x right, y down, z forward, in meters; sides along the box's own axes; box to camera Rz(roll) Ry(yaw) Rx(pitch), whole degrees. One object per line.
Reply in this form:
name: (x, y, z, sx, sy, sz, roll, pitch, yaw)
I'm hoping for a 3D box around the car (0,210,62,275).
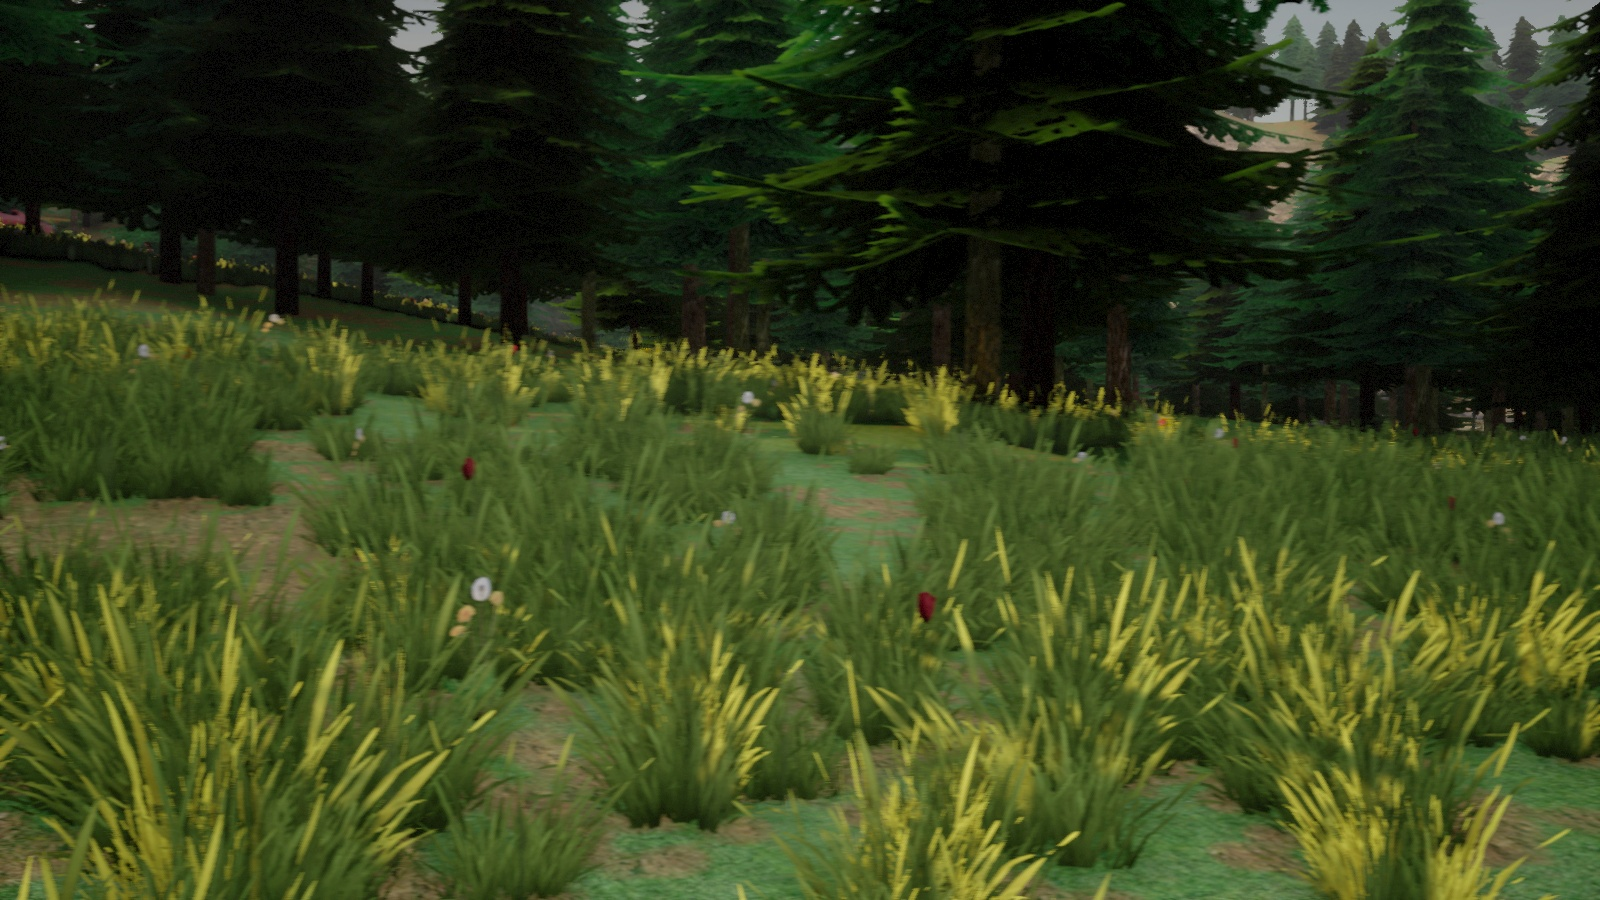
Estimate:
car: (-25.157, -6.473, 37.987, 4.514, 1.525, 2.007, 4, -2, -41)
